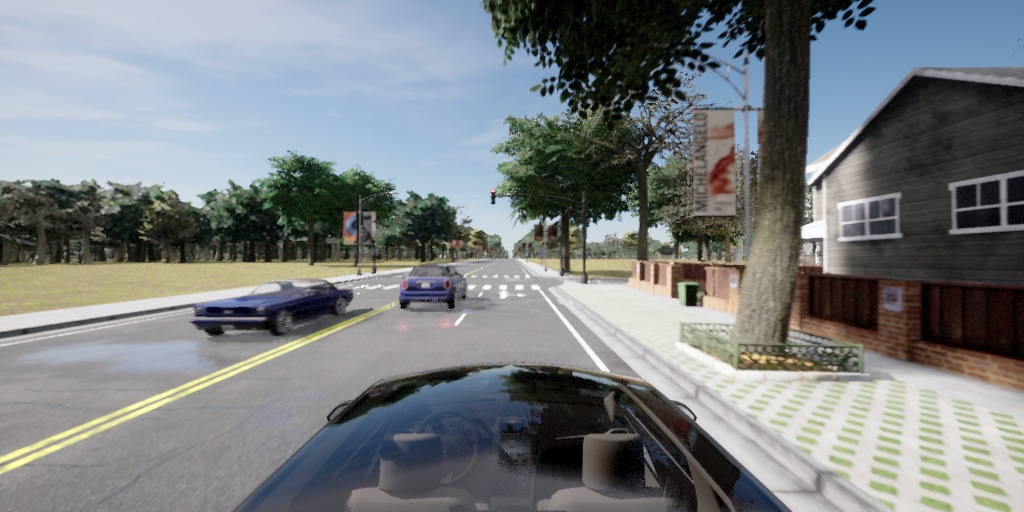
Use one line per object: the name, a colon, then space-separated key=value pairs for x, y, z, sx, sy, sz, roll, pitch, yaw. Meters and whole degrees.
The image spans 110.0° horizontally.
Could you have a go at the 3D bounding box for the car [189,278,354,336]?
car: x=-6.547 y=1.345 z=10.498 sx=1.895 sy=1.301 sz=4.718 roll=0 pitch=0 yaw=1

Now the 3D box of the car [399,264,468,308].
car: x=-3.149 y=1.095 z=15.215 sx=2.097 sy=1.767 sz=4.553 roll=0 pitch=0 yaw=0
